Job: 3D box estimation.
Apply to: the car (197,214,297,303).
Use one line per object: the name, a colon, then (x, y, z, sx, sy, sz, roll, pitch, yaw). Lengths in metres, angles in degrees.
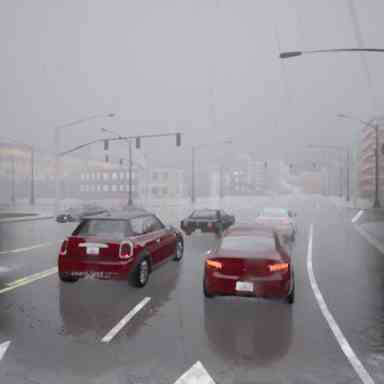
car: (1.465, 1.519, 8.175, 1.812, 1.442, 4.674, 0, 0, 13)

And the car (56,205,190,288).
car: (-1.730, 1.344, 9.584, 2.097, 1.767, 4.553, 0, 0, 14)

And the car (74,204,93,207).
car: (-7.937, 1.592, 24.524, 1.994, 1.385, 4.181, 0, 0, 20)

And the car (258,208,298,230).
car: (4.215, 1.511, 16.604, 1.812, 1.442, 4.674, 0, 0, 20)

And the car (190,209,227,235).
car: (1.033, 1.586, 18.097, 1.895, 1.301, 4.718, 0, 0, 20)
